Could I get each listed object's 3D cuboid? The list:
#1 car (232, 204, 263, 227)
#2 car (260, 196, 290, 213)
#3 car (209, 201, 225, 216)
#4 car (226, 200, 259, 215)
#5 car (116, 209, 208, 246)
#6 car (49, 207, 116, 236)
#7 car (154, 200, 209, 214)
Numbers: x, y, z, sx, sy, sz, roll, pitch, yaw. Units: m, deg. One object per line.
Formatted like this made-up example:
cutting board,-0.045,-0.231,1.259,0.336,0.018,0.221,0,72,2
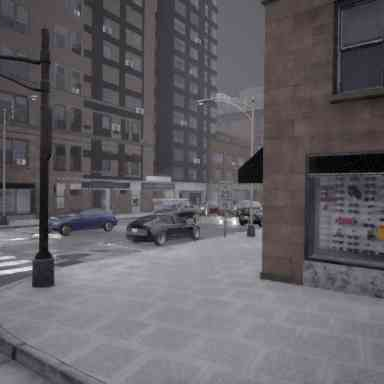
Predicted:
car,5.118,1.850,25.358,1.947,1.339,4.313,0,0,36
car,10.918,1.574,43.480,2.150,2.045,5.566,1,0,33
car,1.431,1.646,34.807,1.967,1.590,4.097,0,0,36
car,4.786,1.613,35.036,2.097,1.767,4.553,1,0,36
car,-1.323,1.764,16.449,1.947,1.339,4.313,0,0,36
car,-6.458,1.634,19.499,1.812,1.442,4.674,1,0,38
car,-1.085,1.672,26.933,2.128,1.511,4.902,1,0,36
